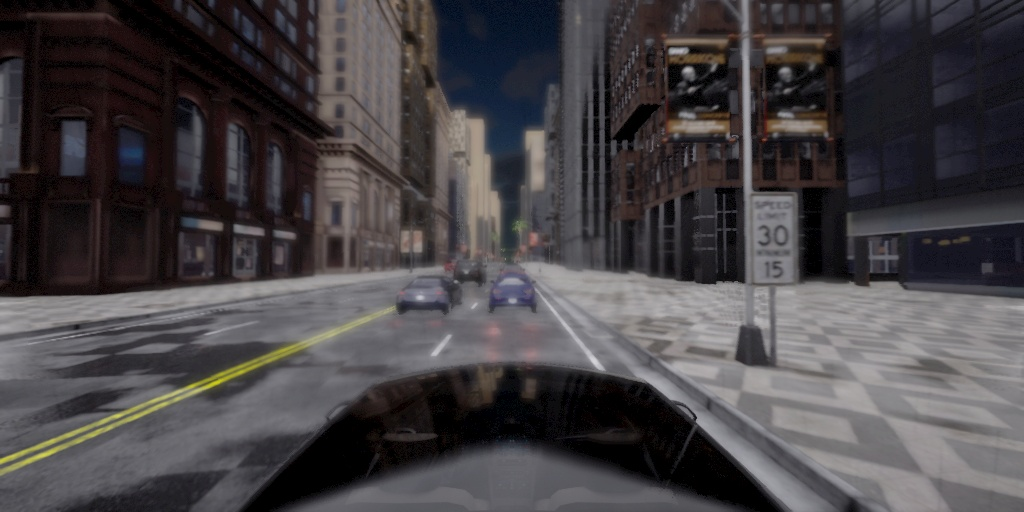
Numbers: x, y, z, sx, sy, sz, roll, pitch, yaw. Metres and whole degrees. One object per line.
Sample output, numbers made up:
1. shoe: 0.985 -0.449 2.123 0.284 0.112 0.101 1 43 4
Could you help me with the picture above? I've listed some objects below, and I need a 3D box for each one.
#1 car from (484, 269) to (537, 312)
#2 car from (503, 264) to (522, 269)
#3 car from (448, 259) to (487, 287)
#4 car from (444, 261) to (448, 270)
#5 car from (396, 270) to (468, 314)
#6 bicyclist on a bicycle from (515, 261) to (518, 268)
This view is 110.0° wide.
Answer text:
1. car: 0.047 1.427 14.923 1.812 1.442 4.674 0 0 1
2. car: 0.042 1.420 29.189 2.097 1.767 4.553 0 -1 1
3. car: -3.222 1.280 28.117 2.150 2.045 5.566 0 0 1
4. car: -9.788 1.639 59.722 2.150 2.045 5.566 0 0 1
5. car: -3.205 1.463 14.628 1.994 1.385 4.181 0 -1 1
6. bicyclist on a bicycle: 0.898 1.852 65.444 0.659 1.776 1.843 0 0 0
